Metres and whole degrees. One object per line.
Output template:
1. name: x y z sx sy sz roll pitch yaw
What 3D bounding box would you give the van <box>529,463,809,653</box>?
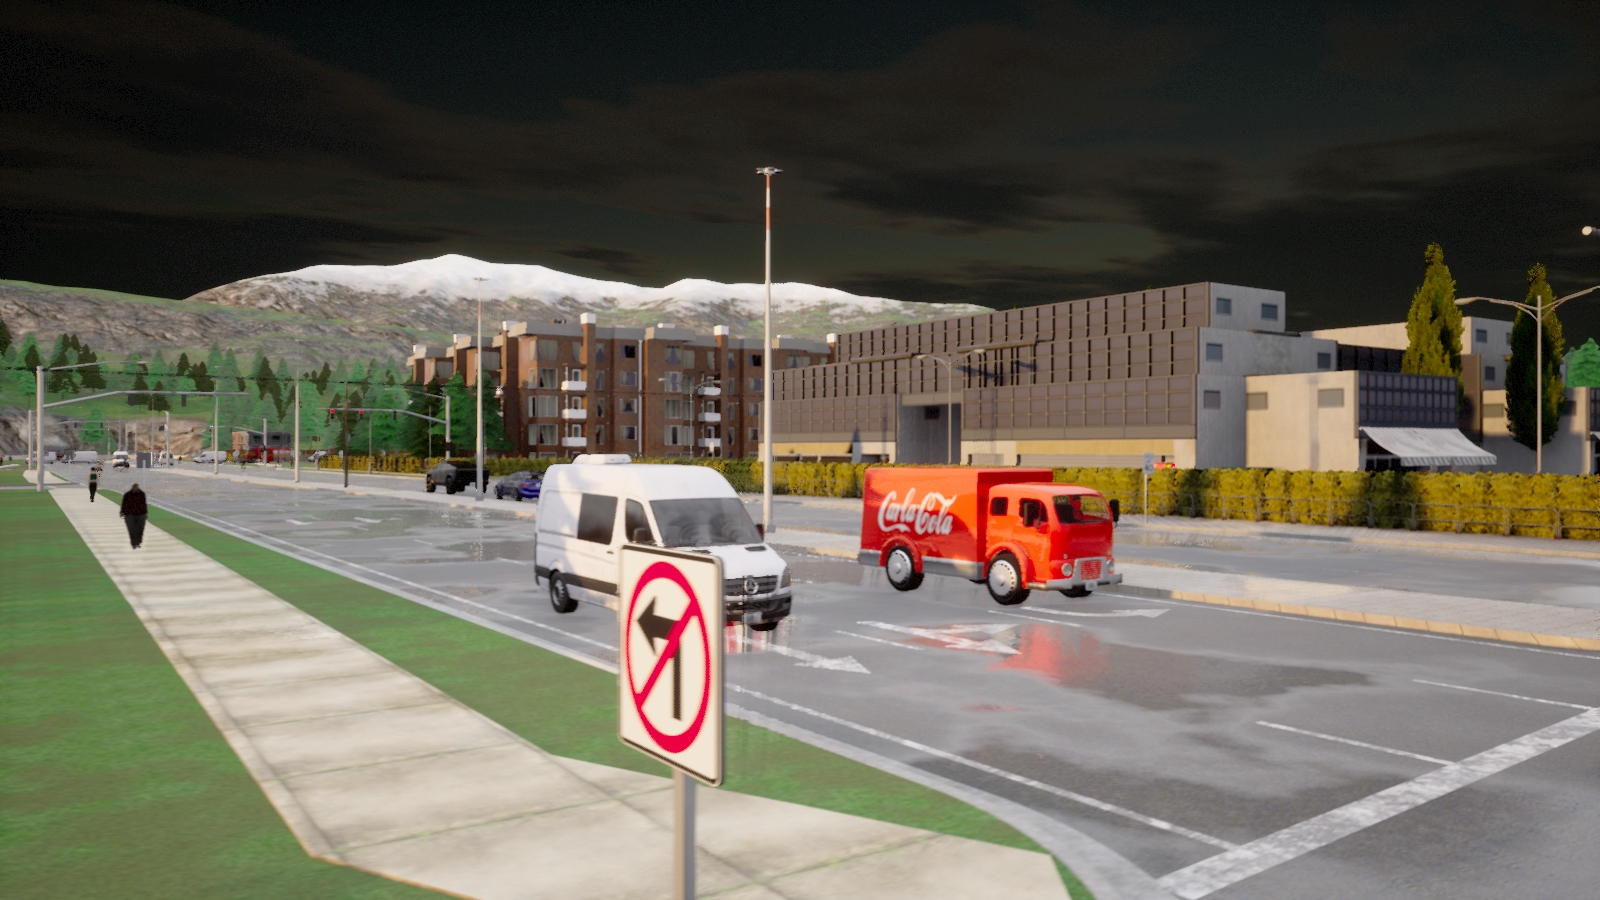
1. van: -2.387 1.535 18.811 1.988 2.561 5.915 0 0 -35

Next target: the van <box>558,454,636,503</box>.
1. van: -11.465 1.536 64.136 1.988 2.561 5.915 0 0 -35

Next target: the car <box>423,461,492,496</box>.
1. car: -21.968 1.756 73.149 2.390 2.098 6.274 0 0 -35

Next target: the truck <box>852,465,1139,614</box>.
1. truck: 3.660 1.568 22.384 2.627 2.467 5.204 0 0 -36

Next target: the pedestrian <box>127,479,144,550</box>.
1. pedestrian: -17.559 1.698 30.195 0.375 1.860 0.375 0 0 -35

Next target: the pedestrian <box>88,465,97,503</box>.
1. pedestrian: -35.535 1.699 57.403 0.375 1.860 0.375 0 0 -34

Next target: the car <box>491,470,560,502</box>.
1. car: -15.313 1.969 63.564 2.242 1.667 4.611 0 0 -35
